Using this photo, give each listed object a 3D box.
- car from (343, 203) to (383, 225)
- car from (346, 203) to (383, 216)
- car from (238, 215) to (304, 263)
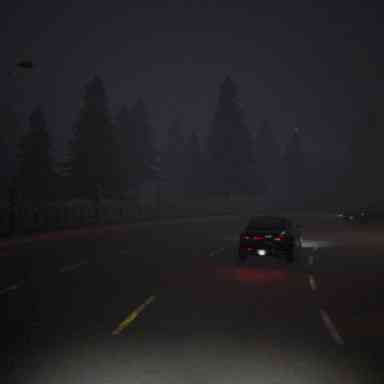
[{"bbox_3d":[14.272,1.853,27.547,4.674,1.442,1.812,1,-1,-39],"label":"car"},{"bbox_3d":[20.518,2.031,39.267,4.181,1.385,1.994,1,-1,-21],"label":"car"},{"bbox_3d":[3.059,1.638,12.665,1.837,1.490,4.892,0,0,21],"label":"car"}]
